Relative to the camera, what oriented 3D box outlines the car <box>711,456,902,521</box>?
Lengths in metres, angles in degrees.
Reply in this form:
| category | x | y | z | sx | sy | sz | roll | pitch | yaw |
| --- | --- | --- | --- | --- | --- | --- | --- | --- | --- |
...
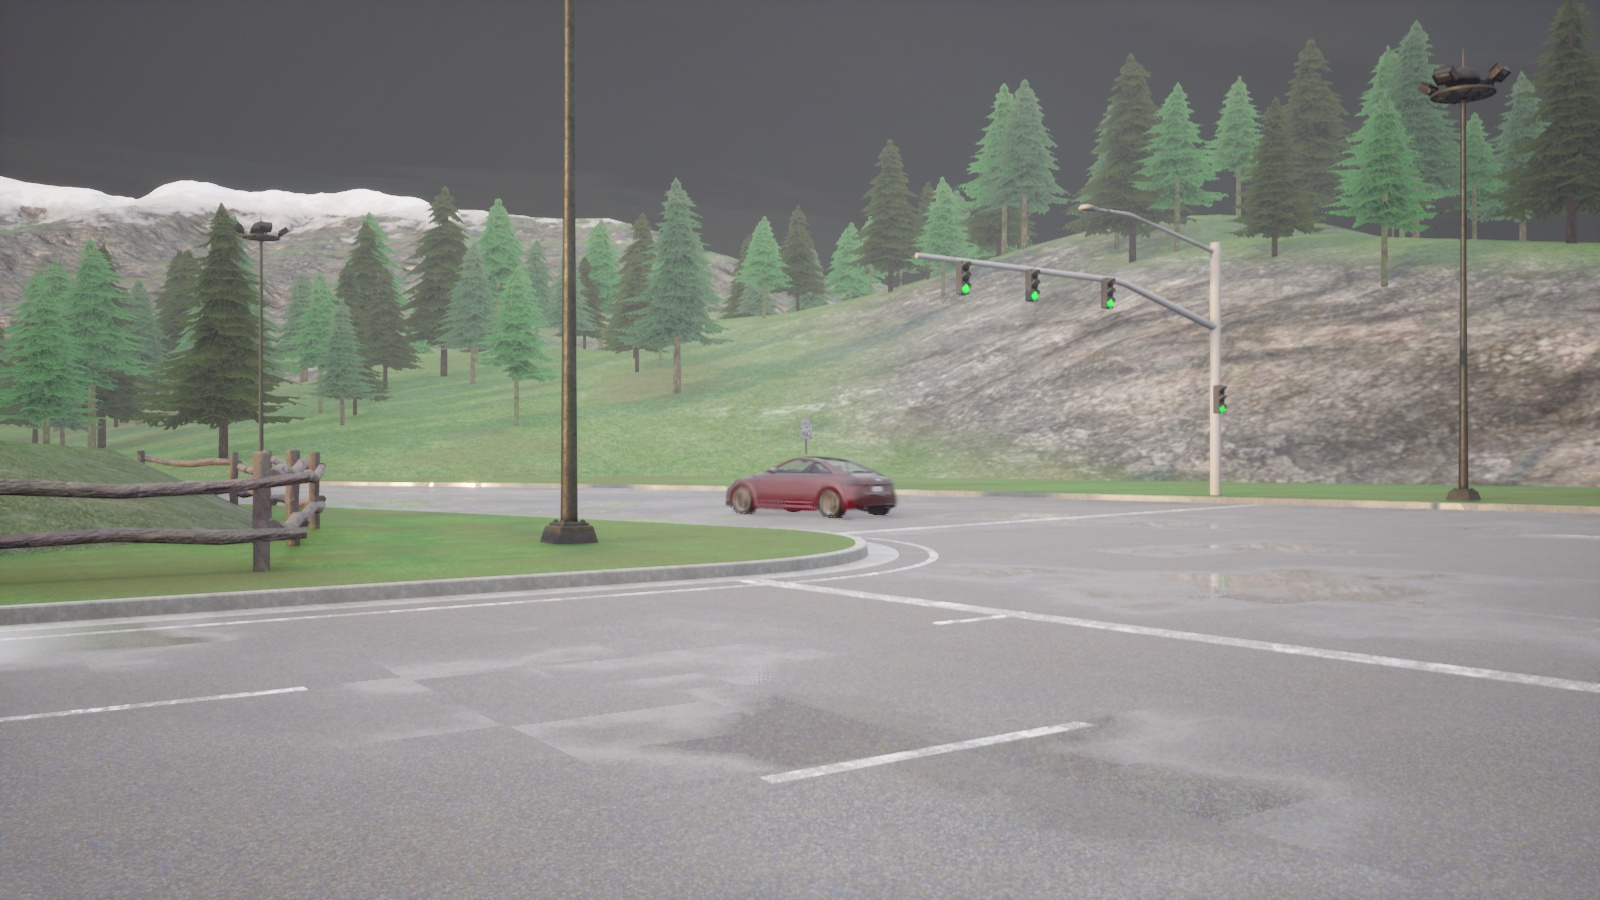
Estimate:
| category | x | y | z | sx | sy | sz | roll | pitch | yaw |
| --- | --- | --- | --- | --- | --- | --- | --- | --- | --- |
| car | 0.104 | 0.849 | 29.452 | 4.181 | 1.385 | 1.994 | 0 | 0 | 41 |
